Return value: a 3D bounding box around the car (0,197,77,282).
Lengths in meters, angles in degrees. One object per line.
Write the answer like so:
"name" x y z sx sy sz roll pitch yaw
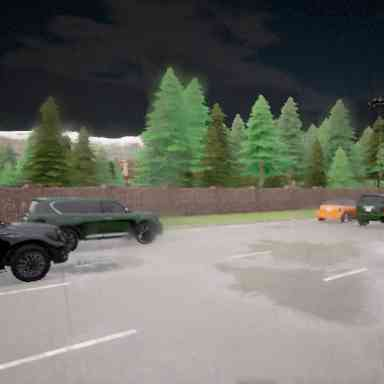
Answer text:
"car" -6.005 1.222 8.062 5.566 2.045 2.150 0 0 -36

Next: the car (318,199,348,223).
"car" 11.460 1.283 24.823 4.553 1.767 2.097 0 0 -36

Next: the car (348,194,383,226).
"car" 12.726 1.155 21.426 5.566 2.045 2.150 0 0 -36

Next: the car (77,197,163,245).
"car" -3.951 1.208 13.827 5.566 2.045 2.150 0 0 -36
